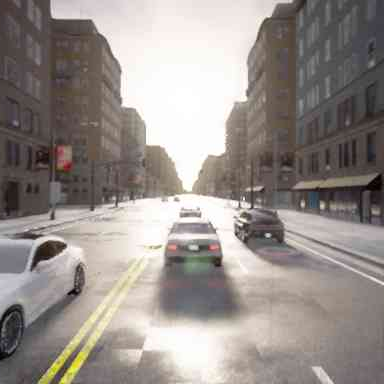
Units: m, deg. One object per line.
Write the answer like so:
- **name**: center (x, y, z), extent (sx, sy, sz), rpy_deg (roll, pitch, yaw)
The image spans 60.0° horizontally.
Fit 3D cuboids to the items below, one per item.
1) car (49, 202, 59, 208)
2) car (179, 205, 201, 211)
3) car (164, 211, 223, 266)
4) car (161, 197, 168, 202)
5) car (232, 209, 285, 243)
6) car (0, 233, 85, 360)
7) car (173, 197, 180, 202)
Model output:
- **car**: center (-22.592, 1.766, 50.655), extent (4.313, 1.339, 1.947), rpy_deg (0, -1, 0)
- **car**: center (-0.158, 1.753, 28.290), extent (1.895, 1.301, 4.718), rpy_deg (0, 0, -1)
- **car**: center (0.016, 1.612, 11.763), extent (2.033, 1.411, 5.357), rpy_deg (0, 0, -1)
- **car**: center (-7.352, 1.972, 89.735), extent (2.033, 1.411, 5.357), rpy_deg (0, 0, -1)
- **car**: center (3.220, 1.607, 16.594), extent (1.837, 1.490, 4.892), rpy_deg (0, 0, -1)
- **car**: center (-3.377, 1.547, 6.107), extent (1.812, 1.442, 4.674), rpy_deg (0, 0, -1)
- **car**: center (-4.102, 1.968, 89.767), extent (1.812, 1.442, 4.674), rpy_deg (0, 0, -1)
